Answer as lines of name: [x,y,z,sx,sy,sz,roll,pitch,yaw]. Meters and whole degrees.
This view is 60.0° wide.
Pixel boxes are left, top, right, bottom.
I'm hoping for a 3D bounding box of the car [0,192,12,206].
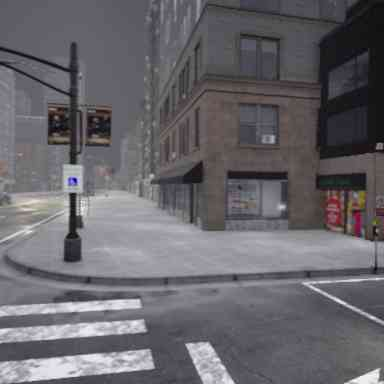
car: [-21.219,0.710,36.379,2.128,1.511,4.902,0,1,-13]
